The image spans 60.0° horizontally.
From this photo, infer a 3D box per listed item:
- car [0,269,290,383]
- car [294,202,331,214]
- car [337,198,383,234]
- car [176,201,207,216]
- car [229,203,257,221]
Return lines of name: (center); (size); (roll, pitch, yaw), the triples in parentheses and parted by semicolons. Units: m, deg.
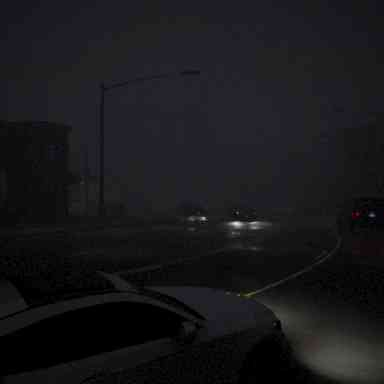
car: (-1.016, 1.535, 3.258); (4.674, 1.442, 1.812); (0, 0, -38)
car: (13.664, 1.843, 38.133); (1.895, 1.301, 4.718); (0, 0, -15)
car: (10.486, 1.367, 20.615); (2.150, 2.045, 5.566); (1, 0, 15)
car: (-0.207, 1.709, 35.245); (2.033, 1.411, 5.357); (0, 0, -20)
car: (4.322, 1.680, 28.996); (1.812, 1.442, 4.674); (1, 0, -2)
